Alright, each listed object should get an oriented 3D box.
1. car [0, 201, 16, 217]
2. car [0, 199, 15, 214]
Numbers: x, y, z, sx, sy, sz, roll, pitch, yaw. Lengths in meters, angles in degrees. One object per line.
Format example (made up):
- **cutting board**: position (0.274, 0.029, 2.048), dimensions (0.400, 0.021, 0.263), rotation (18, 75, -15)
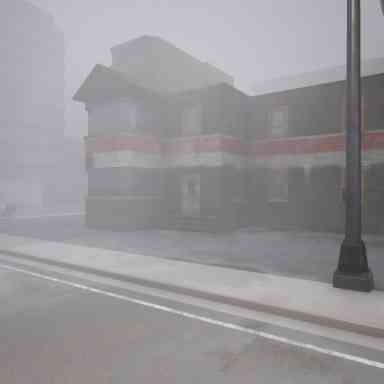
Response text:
- **car**: position (-17.611, 1.404, 28.254), dimensions (2.038, 1.542, 4.974), rotation (0, 0, 15)
- **car**: position (-17.597, 1.247, 28.304), dimensions (1.853, 1.218, 4.536), rotation (0, 0, 15)
